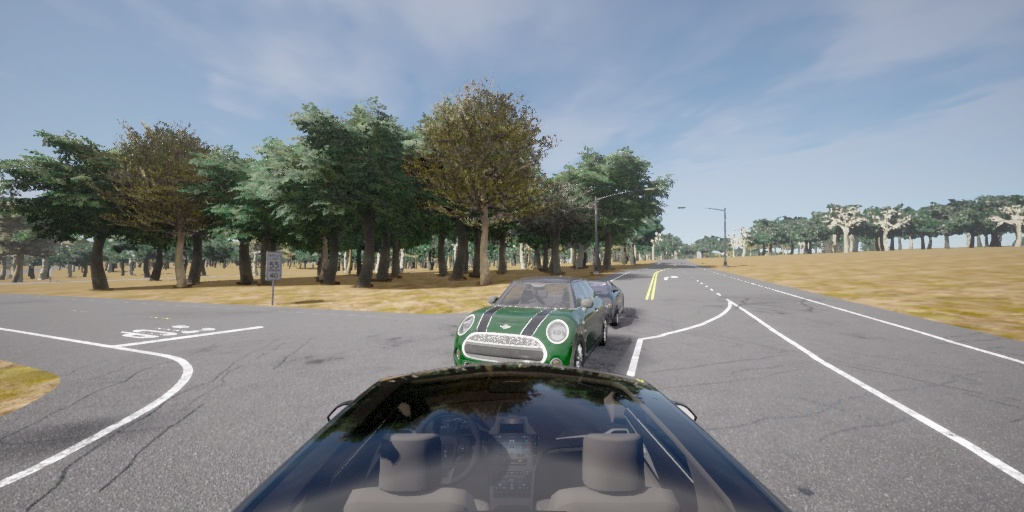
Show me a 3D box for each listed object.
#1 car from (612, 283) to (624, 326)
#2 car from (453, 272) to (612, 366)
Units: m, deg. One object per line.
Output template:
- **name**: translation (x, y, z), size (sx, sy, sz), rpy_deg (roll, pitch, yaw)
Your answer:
- **car**: translation (2.892, 1.555, 12.923), size (1.994, 1.385, 4.181), rpy_deg (-2, 0, 22)
- **car**: translation (0.672, 1.223, 7.488), size (2.097, 1.767, 4.553), rpy_deg (-1, -2, 22)
